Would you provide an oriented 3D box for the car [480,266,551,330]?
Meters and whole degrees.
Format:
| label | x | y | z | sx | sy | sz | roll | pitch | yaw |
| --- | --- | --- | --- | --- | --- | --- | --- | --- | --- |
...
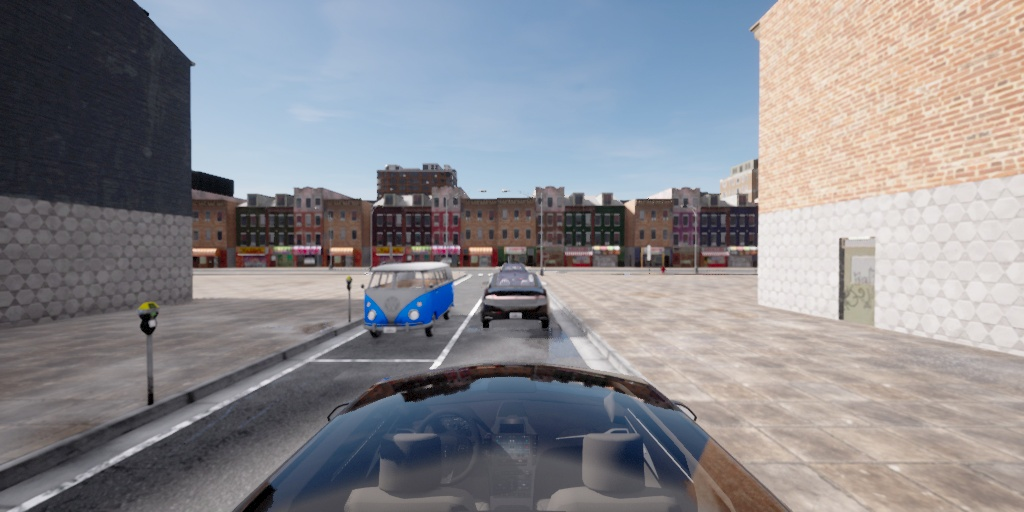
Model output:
| label | x | y | z | sx | sy | sz | roll | pitch | yaw |
| --- | --- | --- | --- | --- | --- | --- | --- | --- | --- |
| car | 0.096 | 1.223 | 11.110 | 2.128 | 1.511 | 4.902 | 0 | 0 | 0 |

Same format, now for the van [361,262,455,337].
| label | x | y | z | sx | sy | sz | roll | pitch | yaw |
| --- | --- | --- | --- | --- | --- | --- | --- | --- | --- |
| van | -2.640 | 1.073 | 9.858 | 1.690 | 1.789 | 3.998 | 0 | 0 | 0 |

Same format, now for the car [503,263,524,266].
| label | x | y | z | sx | sy | sz | roll | pitch | yaw |
| --- | --- | --- | --- | --- | --- | --- | --- | --- | --- |
| car | 0.092 | 1.199 | 23.542 | 2.128 | 1.511 | 4.902 | 0 | 0 | 0 |
